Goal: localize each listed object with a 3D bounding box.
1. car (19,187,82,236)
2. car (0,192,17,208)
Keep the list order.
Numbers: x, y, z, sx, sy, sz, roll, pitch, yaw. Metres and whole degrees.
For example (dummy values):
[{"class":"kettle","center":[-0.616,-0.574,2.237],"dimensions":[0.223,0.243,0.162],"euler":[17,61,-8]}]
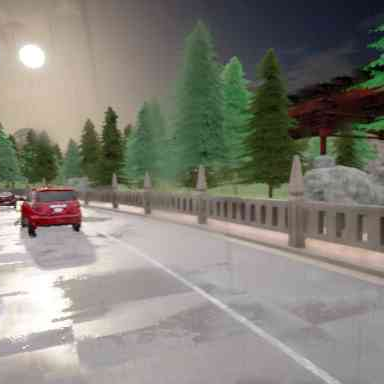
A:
[{"class":"car","center":[-6.912,0.780,16.059],"dimensions":[2.150,2.045,5.566],"euler":[-2,2,-31]},{"class":"car","center":[-17.774,0.714,31.018],"dimensions":[1.882,1.535,5.008],"euler":[-3,2,-40]}]
